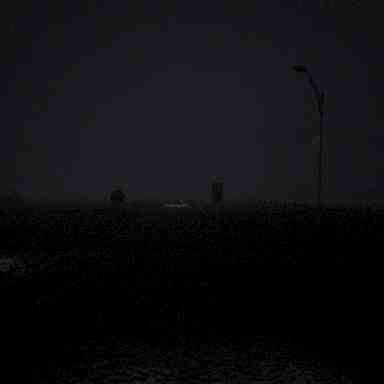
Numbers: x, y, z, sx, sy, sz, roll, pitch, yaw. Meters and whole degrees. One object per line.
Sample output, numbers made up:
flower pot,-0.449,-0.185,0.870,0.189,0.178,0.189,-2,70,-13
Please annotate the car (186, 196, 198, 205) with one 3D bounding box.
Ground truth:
car,0.023,1.539,57.160,1.812,1.442,4.674,0,0,0

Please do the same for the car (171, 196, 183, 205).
car,-2.727,1.492,61.334,1.882,1.535,5.008,0,0,0

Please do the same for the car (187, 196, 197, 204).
car,0.027,1.522,67.165,1.837,1.490,4.892,0,0,0
